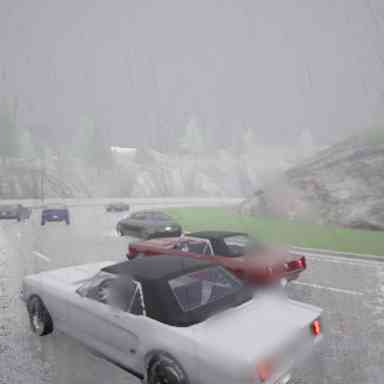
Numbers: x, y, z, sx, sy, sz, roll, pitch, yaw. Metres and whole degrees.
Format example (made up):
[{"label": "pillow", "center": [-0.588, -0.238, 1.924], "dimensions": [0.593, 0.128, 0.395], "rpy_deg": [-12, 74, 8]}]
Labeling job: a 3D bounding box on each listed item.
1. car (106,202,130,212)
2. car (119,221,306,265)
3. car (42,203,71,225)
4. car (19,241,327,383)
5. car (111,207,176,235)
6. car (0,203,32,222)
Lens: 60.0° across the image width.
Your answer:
[{"label": "car", "center": [-9.115, 1.854, 41.394], "dimensions": [1.895, 1.301, 4.718], "rpy_deg": [0, 0, 3]}, {"label": "car", "center": [0.343, 1.666, 8.664], "dimensions": [4.718, 1.301, 1.895], "rpy_deg": [0, -1, 43]}, {"label": "car", "center": [-10.523, 1.615, 25.893], "dimensions": [1.882, 1.535, 5.008], "rpy_deg": [0, 0, -20]}, {"label": "car", "center": [-0.696, 1.635, 4.926], "dimensions": [4.718, 1.301, 1.895], "rpy_deg": [0, -1, 40]}, {"label": "car", "center": [-2.284, 1.677, 17.126], "dimensions": [1.994, 1.385, 4.181], "rpy_deg": [0, 0, -36]}, {"label": "car", "center": [-14.741, 1.677, 27.523], "dimensions": [2.033, 1.411, 5.357], "rpy_deg": [0, 0, -15]}]
